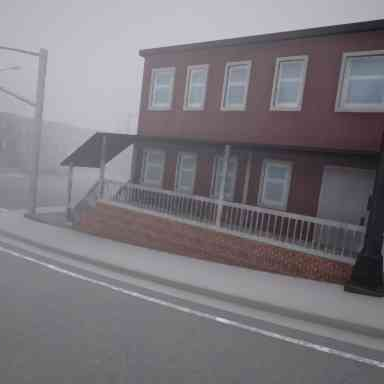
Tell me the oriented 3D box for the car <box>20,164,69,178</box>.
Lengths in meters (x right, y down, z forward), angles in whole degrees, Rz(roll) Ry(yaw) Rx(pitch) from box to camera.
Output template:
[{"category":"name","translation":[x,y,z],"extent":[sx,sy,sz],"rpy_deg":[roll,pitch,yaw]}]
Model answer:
[{"category":"car","translation":[-16.737,-2.470,38.237],"extent":[2.033,1.411,5.357],"rpy_deg":[10,6,35]}]
